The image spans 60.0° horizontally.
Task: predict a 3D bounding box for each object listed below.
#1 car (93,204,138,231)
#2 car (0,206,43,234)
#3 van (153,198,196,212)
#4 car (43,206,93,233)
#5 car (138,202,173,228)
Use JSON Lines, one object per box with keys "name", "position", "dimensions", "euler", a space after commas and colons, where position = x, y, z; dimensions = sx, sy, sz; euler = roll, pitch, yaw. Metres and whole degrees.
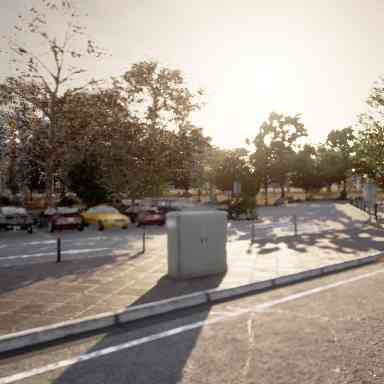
{"name": "car", "position": [-5.863, 1.626, 22.325], "dimensions": [1.946, 1.575, 5.366], "euler": [1, 0, -36]}
{"name": "car", "position": [-10.481, 1.581, 19.244], "dimensions": [2.231, 1.521, 4.892], "euler": [1, 0, -36]}
{"name": "van", "position": [-1.386, 1.454, 25.610], "dimensions": [1.878, 1.987, 4.442], "euler": [1, 0, -36]}
{"name": "car", "position": [-8.245, 1.634, 20.886], "dimensions": [2.163, 1.488, 4.792], "euler": [1, 0, -36]}
{"name": "car", "position": [-3.729, 1.684, 24.115], "dimensions": [2.163, 1.488, 4.792], "euler": [1, 0, -36]}
